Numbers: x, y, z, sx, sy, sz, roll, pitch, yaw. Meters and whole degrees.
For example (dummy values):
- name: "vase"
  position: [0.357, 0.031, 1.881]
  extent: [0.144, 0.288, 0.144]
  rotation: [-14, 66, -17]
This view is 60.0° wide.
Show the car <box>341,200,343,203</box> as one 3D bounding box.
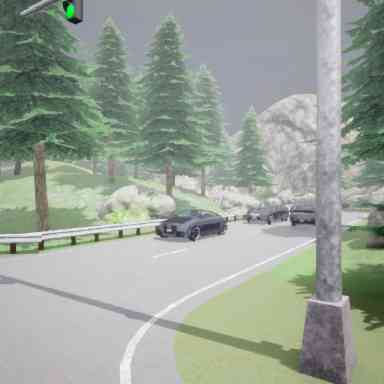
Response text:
- name: "car"
  position: [19.398, 1.622, 45.666]
  extent: [1.895, 1.301, 4.718]
  rotation: [0, 0, -8]

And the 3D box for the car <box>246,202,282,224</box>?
- name: "car"
  position: [5.733, 1.507, 25.100]
  extent: [2.128, 1.511, 4.902]
  rotation: [0, 0, 35]

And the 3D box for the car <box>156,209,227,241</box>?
- name: "car"
  position: [0.090, 1.579, 16.910]
  extent: [1.994, 1.385, 4.181]
  rotation: [0, 0, 35]

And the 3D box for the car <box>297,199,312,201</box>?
- name: "car"
  position: [11.314, 1.520, 33.658]
  extent: [1.837, 1.490, 4.892]
  rotation: [0, 0, 28]

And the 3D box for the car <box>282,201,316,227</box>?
- name: "car"
  position: [8.025, 1.562, 22.069]
  extent: [2.128, 1.511, 4.902]
  rotation: [0, -1, 35]
